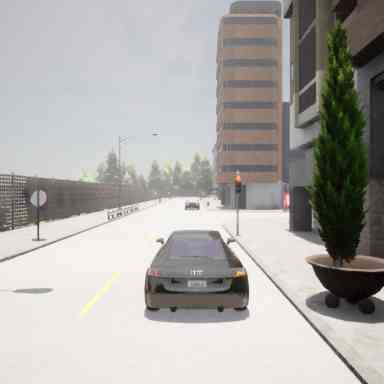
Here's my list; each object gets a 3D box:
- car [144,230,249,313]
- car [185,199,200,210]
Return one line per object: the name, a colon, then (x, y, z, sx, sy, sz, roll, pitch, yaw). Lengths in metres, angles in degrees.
car: (0.085, 1.564, 7.772, 1.994, 1.385, 4.181, 0, 0, 0)
car: (0.030, 1.601, 43.142, 1.895, 1.301, 4.718, 0, 0, -1)
